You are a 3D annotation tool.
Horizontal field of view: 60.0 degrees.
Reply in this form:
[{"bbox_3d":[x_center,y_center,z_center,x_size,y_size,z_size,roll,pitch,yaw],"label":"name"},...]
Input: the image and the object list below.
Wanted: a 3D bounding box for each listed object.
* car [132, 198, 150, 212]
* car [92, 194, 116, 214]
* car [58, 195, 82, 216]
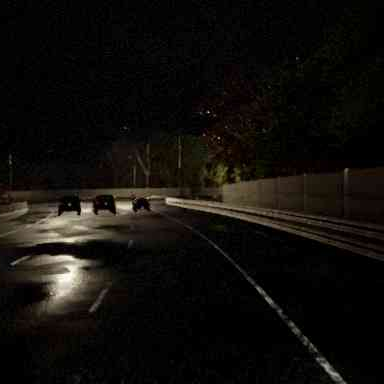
[{"bbox_3d":[-6.116,1.526,40.067,1.837,1.490,4.892,-1,0,-12],"label":"car"},{"bbox_3d":[-9.741,1.296,36.680,2.150,2.045,5.566,0,0,-20],"label":"car"},{"bbox_3d":[-12.820,1.340,34.927,2.150,2.045,5.566,0,0,-20],"label":"car"}]
